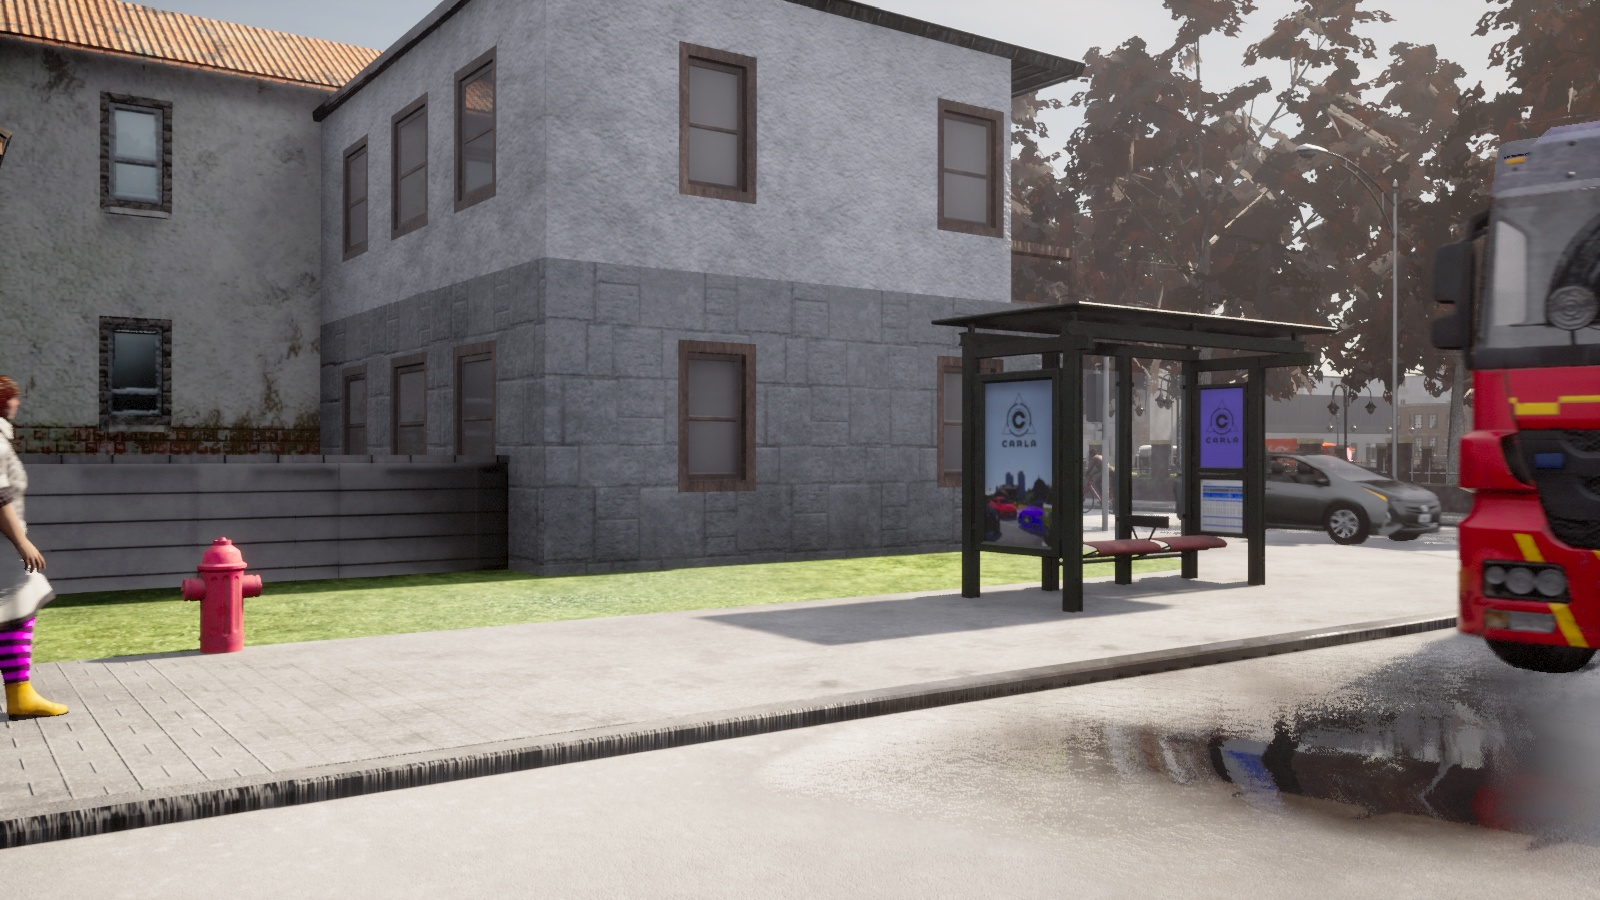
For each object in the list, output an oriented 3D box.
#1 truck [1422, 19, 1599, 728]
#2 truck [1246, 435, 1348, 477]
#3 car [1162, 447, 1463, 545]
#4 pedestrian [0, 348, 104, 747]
[{"bbox_3d":[7.505,-0.412,9.628,2.891,3.827,8.468,0,0,41],"label":"truck"},{"bbox_3d":[30.378,0.383,76.878,2.627,2.467,5.204,0,0,-35],"label":"truck"},{"bbox_3d":[8.831,0.727,22.023,2.007,1.525,4.514,0,0,-35],"label":"car"},{"bbox_3d":[-4.116,0.479,6.411,0.873,1.952,0.659,0,0,-39],"label":"pedestrian"}]
